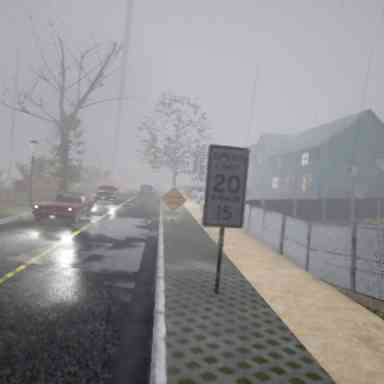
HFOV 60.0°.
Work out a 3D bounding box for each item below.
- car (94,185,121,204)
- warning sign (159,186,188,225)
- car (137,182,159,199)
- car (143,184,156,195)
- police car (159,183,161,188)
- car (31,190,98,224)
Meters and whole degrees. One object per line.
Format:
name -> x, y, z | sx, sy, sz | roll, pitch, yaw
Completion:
car -> -7.506, 0.142, 29.694 | 1.837, 1.490, 4.892 | 5, 2, -5
warning sign -> -0.966, 0.656, 17.370 | 1.300, 1.860, 1.060 | 5, 2, -5
car -> -5.667, -0.200, 41.738 | 2.097, 1.767, 4.553 | 5, 2, -5
car -> -6.735, -0.434, 52.979 | 1.812, 1.442, 4.674 | 5, 2, -6
police car -> -9.797, -1.929, 93.955 | 1.930, 1.638, 5.238 | 5, 2, -5
car -> -6.329, 0.711, 16.797 | 1.895, 1.301, 4.718 | 5, 2, -5
